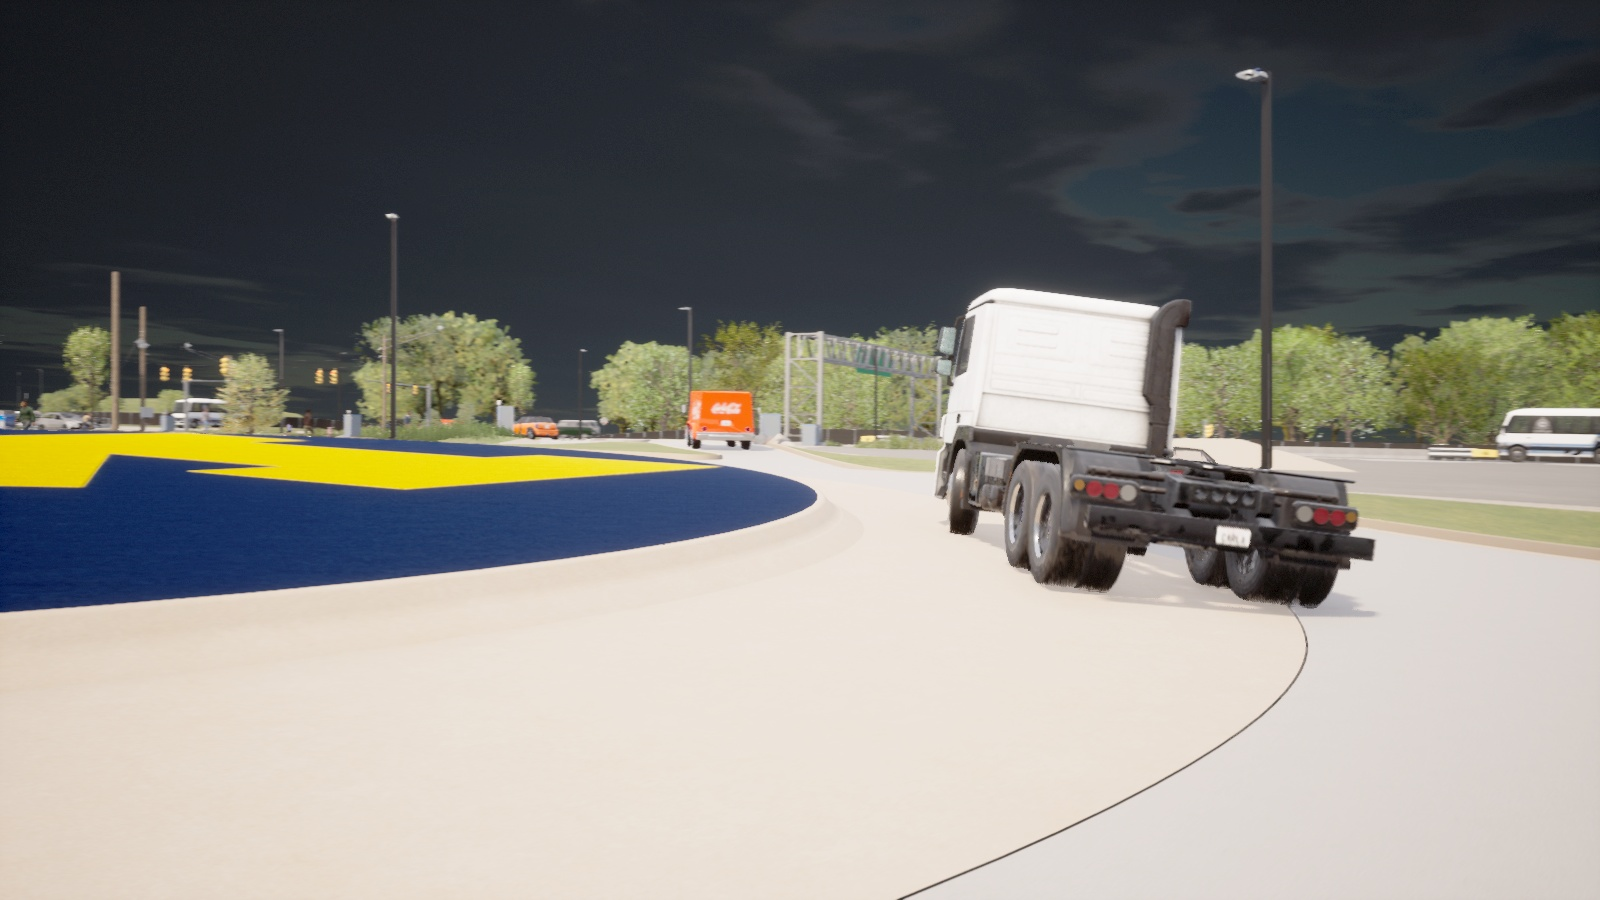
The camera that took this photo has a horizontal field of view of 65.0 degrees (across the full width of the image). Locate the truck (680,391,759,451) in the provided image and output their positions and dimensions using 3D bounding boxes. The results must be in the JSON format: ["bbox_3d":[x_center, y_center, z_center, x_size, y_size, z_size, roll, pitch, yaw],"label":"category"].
[{"bbox_3d":[-3.575,-1.307,54.532,2.627,2.467,5.204,0,2,-13],"label":"truck"}]

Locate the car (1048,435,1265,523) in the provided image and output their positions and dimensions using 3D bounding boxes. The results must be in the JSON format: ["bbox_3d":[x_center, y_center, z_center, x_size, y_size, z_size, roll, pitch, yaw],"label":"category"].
[{"bbox_3d":[6.932,0.495,25.055,1.895,1.301,4.718,1,4,-16],"label":"car"}]

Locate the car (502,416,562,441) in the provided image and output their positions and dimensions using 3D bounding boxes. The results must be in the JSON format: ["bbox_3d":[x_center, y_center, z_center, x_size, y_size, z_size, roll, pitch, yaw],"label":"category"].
[{"bbox_3d":[-19.081,-1.521,89.251,2.097,1.767,4.553,0,0,-44],"label":"car"}]

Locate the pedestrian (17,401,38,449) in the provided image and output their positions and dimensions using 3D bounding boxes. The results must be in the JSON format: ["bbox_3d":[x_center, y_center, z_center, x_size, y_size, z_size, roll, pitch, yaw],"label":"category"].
[{"bbox_3d":[-30.023,-0.966,48.833,0.353,1.847,0.614,0,0,20],"label":"pedestrian"}]

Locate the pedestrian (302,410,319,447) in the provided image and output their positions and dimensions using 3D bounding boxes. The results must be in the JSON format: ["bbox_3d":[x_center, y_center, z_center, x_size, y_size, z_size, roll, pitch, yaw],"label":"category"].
[{"bbox_3d":[-25.072,-1.099,64.324,0.431,1.840,0.703,0,0,29],"label":"pedestrian"}]

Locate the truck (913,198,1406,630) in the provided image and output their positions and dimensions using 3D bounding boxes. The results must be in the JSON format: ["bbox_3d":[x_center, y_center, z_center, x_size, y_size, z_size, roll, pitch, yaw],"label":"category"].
[{"bbox_3d":[3.500,-0.397,14.918,2.891,3.462,7.936,7,1,-3],"label":"truck"}]
